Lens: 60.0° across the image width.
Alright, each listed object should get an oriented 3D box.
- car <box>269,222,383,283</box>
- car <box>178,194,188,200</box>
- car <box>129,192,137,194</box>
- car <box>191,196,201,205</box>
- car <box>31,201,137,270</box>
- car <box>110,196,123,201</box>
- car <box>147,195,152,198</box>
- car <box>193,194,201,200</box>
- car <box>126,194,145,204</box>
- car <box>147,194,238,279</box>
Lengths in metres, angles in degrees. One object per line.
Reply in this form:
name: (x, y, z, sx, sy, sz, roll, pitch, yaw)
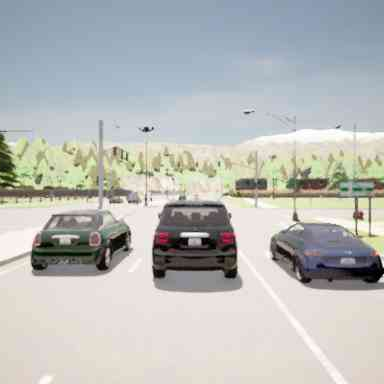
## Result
car: (3.591, 1.557, 9.659, 1.994, 1.385, 4.181, 0, 0, 0)
car: (-2.284, 1.301, 84.615, 2.128, 1.511, 4.902, 0, 0, 1)
car: (-13.904, 1.036, 78.084, 2.150, 2.045, 5.566, 0, 0, 1)
car: (0.755, 1.485, 59.127, 1.812, 1.442, 4.674, 0, 0, 1)
car: (-3.403, 1.345, 11.108, 2.097, 1.767, 4.553, 0, 0, 1)
car: (-14.221, 1.522, 62.212, 1.994, 1.385, 4.181, 0, 0, 2)
car: (-10.404, 1.335, 78.041, 1.812, 1.442, 4.674, 0, 0, 1)
car: (1.216, 1.253, 84.554, 1.882, 1.535, 5.008, 0, 0, 1)
car: (-10.714, 1.506, 62.226, 2.033, 1.411, 5.357, 0, 0, 2)
car: (0.089, 1.215, 10.208, 2.150, 2.045, 5.566, 0, 0, 1)
